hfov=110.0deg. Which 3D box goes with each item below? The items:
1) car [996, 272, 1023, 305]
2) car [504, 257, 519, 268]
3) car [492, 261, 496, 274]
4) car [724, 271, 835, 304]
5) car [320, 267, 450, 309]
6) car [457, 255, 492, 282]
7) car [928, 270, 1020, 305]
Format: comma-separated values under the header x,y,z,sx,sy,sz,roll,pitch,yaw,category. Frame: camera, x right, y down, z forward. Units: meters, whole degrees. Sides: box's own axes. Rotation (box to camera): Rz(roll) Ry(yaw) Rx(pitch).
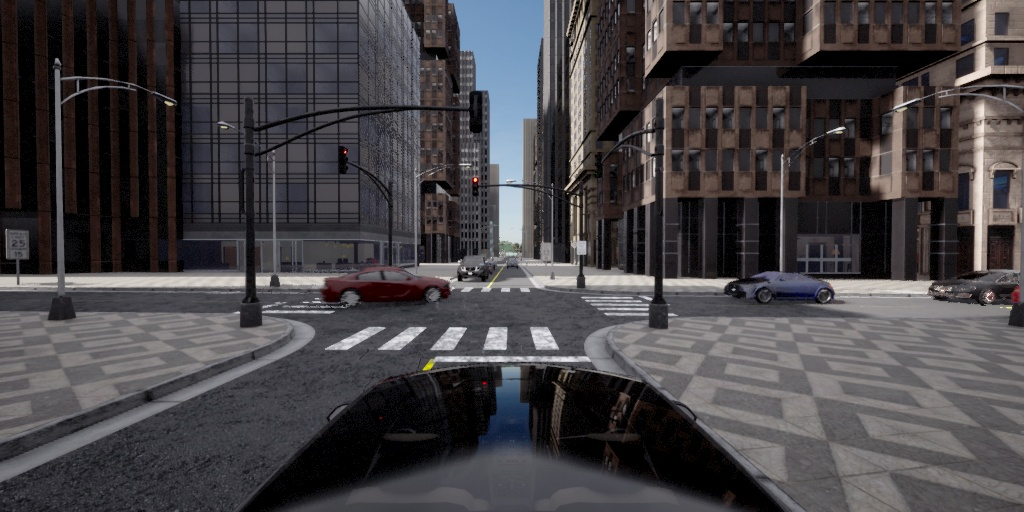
x,y,z,sx,sy,sz,roll,pitch,yaw,category
21.746,1.468,13.376,4.674,1.442,1.812,0,1,0,car
0.076,1.253,57.597,2.033,1.411,5.357,0,0,0,car
-3.103,1.290,39.552,1.994,1.385,4.181,0,0,0,car
12.230,1.389,16.558,4.181,1.385,1.994,0,1,0,car
-5.075,1.196,14.814,5.008,1.535,1.882,0,2,-22,car
-3.108,0.957,29.526,2.150,2.045,5.566,0,0,0,car
22.312,1.405,16.578,4.892,1.490,1.837,0,1,0,car
